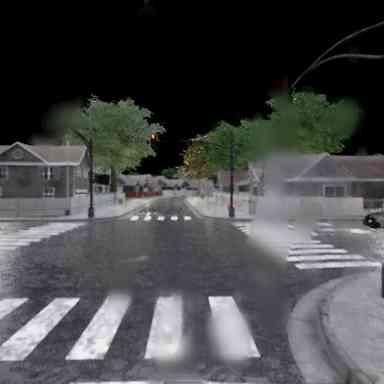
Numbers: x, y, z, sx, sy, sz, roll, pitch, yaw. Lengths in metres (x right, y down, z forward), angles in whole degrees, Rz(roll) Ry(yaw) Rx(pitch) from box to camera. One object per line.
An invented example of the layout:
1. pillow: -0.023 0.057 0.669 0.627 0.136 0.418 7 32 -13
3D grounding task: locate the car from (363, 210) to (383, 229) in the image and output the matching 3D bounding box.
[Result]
1. car: 11.493 1.361 17.807 4.181 1.385 1.994 0 0 -2
